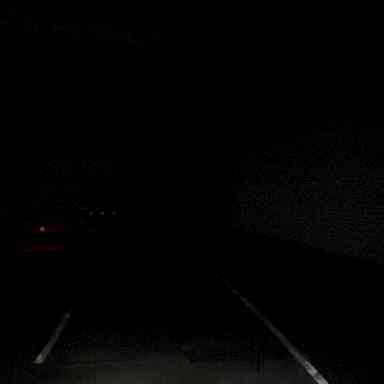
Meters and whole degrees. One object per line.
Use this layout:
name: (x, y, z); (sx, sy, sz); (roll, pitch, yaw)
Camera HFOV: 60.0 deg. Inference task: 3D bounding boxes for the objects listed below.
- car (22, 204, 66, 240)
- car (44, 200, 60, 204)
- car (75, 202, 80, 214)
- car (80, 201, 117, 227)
car: (-8.002, 1.623, 18.134); (1.882, 1.535, 5.008); (0, -1, -21)
car: (-14.399, 1.622, 34.212); (2.097, 1.767, 4.553); (0, 0, -22)
car: (-12.924, 1.839, 39.930); (2.033, 1.411, 5.357); (0, 0, -22)
car: (-6.969, 1.529, 25.027); (2.097, 1.767, 4.553); (0, 0, -21)
